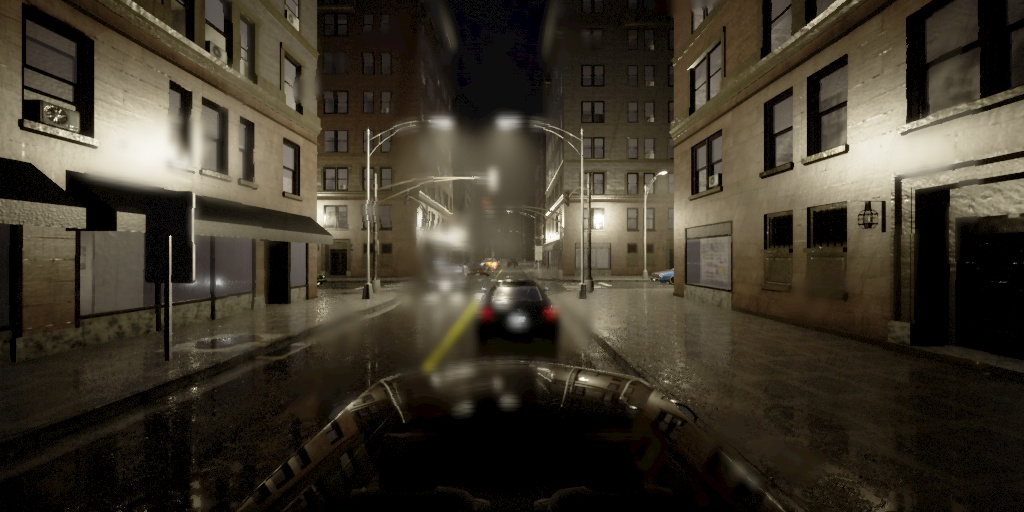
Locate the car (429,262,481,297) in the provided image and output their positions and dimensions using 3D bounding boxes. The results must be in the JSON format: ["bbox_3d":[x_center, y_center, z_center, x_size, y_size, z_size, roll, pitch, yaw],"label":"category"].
[{"bbox_3d":[-3.091,1.242,19.109,2.128,1.511,4.902,0,0,0],"label":"car"}]

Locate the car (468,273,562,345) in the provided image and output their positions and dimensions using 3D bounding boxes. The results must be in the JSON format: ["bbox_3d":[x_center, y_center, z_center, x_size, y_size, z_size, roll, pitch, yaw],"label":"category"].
[{"bbox_3d":[0.118,1.314,9.497,1.994,1.385,4.181,0,0,-1],"label":"car"}]

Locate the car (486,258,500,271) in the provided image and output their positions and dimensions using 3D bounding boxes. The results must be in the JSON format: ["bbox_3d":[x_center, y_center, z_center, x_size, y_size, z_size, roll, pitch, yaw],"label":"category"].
[{"bbox_3d":[-3.071,1.099,49.146,2.097,1.767,4.553,0,0,0],"label":"car"}]

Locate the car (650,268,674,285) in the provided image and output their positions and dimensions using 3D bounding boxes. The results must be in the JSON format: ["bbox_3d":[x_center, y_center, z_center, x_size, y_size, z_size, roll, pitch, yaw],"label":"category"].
[{"bbox_3d":[12.626,1.261,25.150,5.357,1.411,2.033,0,0,0],"label":"car"}]

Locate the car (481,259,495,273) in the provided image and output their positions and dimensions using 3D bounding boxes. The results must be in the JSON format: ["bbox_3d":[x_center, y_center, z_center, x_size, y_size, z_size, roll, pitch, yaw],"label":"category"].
[{"bbox_3d":[-3.082,1.296,35.348,2.033,1.411,5.357,0,0,0],"label":"car"}]

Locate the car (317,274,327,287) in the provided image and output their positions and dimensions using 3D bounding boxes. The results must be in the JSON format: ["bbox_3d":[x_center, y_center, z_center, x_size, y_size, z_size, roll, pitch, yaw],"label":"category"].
[{"bbox_3d":[-14.016,1.387,21.877,4.718,1.301,1.895,0,0,0],"label":"car"}]
